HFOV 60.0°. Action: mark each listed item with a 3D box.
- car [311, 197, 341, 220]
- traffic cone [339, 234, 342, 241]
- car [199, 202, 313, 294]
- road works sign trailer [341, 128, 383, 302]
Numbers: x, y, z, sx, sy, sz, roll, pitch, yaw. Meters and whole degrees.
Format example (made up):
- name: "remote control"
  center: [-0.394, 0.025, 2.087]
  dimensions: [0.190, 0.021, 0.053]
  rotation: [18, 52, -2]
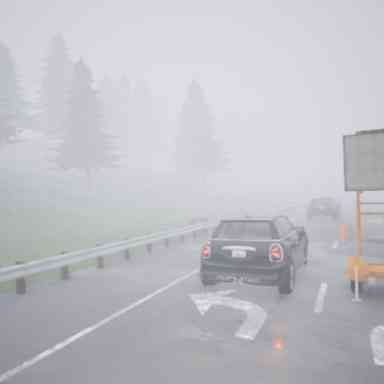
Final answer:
- name: "car"
  center: [10.243, 1.158, 25.696]
  dimensions: [2.097, 1.767, 4.553]
  rotation: [-2, 0, 28]
- name: "traffic cone"
  center: [6.518, 1.821, 14.389]
  dimensions: [0.340, 0.580, 0.340]
  rotation: [-2, 0, 26]
- name: "car"
  center: [1.908, 1.343, 9.134]
  dimensions: [2.097, 1.767, 4.553]
  rotation: [-2, 0, 25]
- name: "road works sign trailer"
  center: [4.742, 0.347, 7.453]
  dimensions: [2.380, 3.560, 2.880]
  rotation: [-2, 0, 26]
